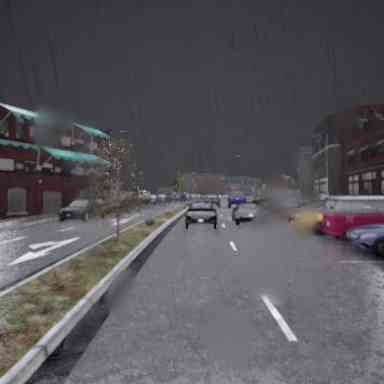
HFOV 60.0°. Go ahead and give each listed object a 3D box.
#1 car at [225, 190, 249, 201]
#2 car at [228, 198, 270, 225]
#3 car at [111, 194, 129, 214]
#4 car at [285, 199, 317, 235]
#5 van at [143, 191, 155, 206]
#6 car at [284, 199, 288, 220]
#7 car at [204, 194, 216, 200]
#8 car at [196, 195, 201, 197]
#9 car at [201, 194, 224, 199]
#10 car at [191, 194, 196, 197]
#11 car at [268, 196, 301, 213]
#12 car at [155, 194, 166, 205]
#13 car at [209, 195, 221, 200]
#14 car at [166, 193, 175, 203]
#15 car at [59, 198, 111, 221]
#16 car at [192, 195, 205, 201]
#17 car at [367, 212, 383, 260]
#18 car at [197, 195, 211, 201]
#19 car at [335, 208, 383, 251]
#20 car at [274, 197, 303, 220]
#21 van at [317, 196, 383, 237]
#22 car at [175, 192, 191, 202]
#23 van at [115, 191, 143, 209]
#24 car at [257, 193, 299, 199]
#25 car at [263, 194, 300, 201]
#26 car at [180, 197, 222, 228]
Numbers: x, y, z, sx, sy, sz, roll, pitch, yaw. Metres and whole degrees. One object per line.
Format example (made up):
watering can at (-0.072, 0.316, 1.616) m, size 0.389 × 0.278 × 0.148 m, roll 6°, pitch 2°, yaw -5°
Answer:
car at (5.558, 0.805, 40.845) m, size 2.150 × 2.045 × 5.566 m, roll 0°, pitch 1°, yaw 8°
car at (3.738, 1.369, 22.439) m, size 1.994 × 1.385 × 4.181 m, roll 0°, pitch 1°, yaw 3°
car at (-7.642, 1.231, 30.357) m, size 2.163 × 1.488 × 4.792 m, roll 0°, pitch 1°, yaw 6°
car at (7.897, 1.340, 17.132) m, size 5.366 × 1.575 × 1.946 m, roll 0°, pitch 1°, yaw 3°
van at (-6.383, 0.854, 41.280) m, size 1.878 × 1.987 × 4.442 m, roll 0°, pitch 0°, yaw 9°
car at (8.222, 1.353, 19.849) m, size 4.674 × 1.452 × 2.002 m, roll 0°, pitch 1°, yaw 3°
car at (4.855, 1.395, 90.107) m, size 2.185 × 1.767 × 4.553 m, roll 0°, pitch -1°, yaw 19°
car at (0.107, 1.226, 74.131) m, size 2.231 × 1.521 × 4.892 m, roll 0°, pitch -1°, yaw 15°
car at (2.627, 1.088, 41.502) m, size 1.837 × 1.490 × 4.892 m, roll 0°, pitch 0°, yaw 7°
car at (-1.261, 1.019, 68.667) m, size 2.185 × 1.767 × 4.553 m, roll 0°, pitch -1°, yaw 14°
car at (8.606, 1.275, 25.294) m, size 4.792 × 1.488 × 2.163 m, roll 0°, pitch 1°, yaw 5°
car at (-5.541, 1.088, 46.890) m, size 2.002 × 1.452 × 4.674 m, roll 0°, pitch 0°, yaw 9°
car at (6.656, 1.618, 95.327) m, size 2.097 × 1.535 × 5.008 m, roll 0°, pitch -1°, yaw 20°
car at (-4.637, 1.079, 52.358) m, size 2.002 × 1.452 × 4.674 m, roll 0°, pitch 0°, yaw 10°
car at (-8.099, 1.266, 24.883) m, size 2.097 × 1.535 × 5.008 m, roll 0°, pitch 1°, yaw 5°
car at (1.542, 1.360, 79.358) m, size 2.002 × 1.452 × 4.674 m, roll 0°, pitch -1°, yaw 17°
car at (7.810, 1.452, 9.066) m, size 4.792 × 1.488 × 2.163 m, roll 0°, pitch 1°, yaw 1°
car at (3.116, 1.448, 84.648) m, size 2.163 × 1.488 × 4.792 m, roll 0°, pitch -1°, yaw 18°
car at (7.889, 1.439, 11.681) m, size 4.674 × 1.452 × 2.002 m, roll 0°, pitch 1°, yaw 2°
car at (8.355, 1.310, 22.577) m, size 4.792 × 1.488 × 2.163 m, roll 0°, pitch 1°, yaw 4°
van at (8.090, 1.147, 14.387) m, size 4.442 × 1.987 × 1.878 m, roll 0°, pitch 1°, yaw 2°
car at (-2.525, 0.835, 63.202) m, size 2.435 × 2.045 × 5.566 m, roll 0°, pitch -1°, yaw 13°
van at (-7.066, 0.908, 35.784) m, size 1.878 × 1.987 × 4.442 m, roll 0°, pitch 1°, yaw 7°
car at (9.307, 1.159, 33.584) m, size 4.792 × 1.488 × 2.163 m, roll 0°, pitch 1°, yaw 7°
car at (8.791, 1.210, 28.020) m, size 4.892 × 1.521 × 2.231 m, roll 0°, pitch 1°, yaw 5°
car at (0.615, 1.319, 20.571) m, size 2.128 × 1.511 × 4.902 m, roll 0°, pitch 1°, yaw 3°
